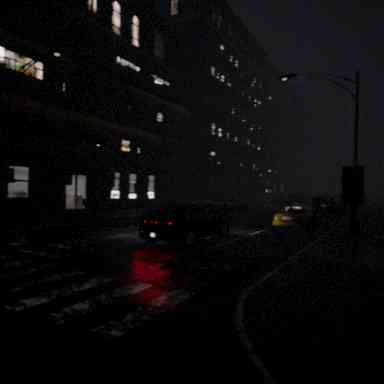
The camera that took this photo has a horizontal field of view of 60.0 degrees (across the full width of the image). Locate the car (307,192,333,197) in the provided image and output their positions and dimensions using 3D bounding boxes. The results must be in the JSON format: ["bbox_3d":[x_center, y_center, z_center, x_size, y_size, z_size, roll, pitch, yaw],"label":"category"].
[{"bbox_3d":[15.826,1.094,40.716,1.812,1.442,4.674,1,1,30],"label":"car"}]

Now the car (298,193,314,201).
[{"bbox_3d":[20.753,0.908,60.549,1.887,1.381,4.507,3,2,30],"label":"car"}]

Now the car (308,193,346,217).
[{"bbox_3d":[11.286,1.119,27.651,1.967,1.590,4.097,3,1,30],"label":"car"}]

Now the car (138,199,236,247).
[{"bbox_3d":[-0.136,1.199,13.423,1.837,1.490,4.892,1,1,30],"label":"car"}]

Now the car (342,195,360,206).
[{"bbox_3d":[22.440,1.149,46.801,1.947,1.339,4.313,3,2,30],"label":"car"}]

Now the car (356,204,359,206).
[{"bbox_3d":[19.650,1.174,42.015,1.947,1.339,4.313,3,2,30],"label":"car"}]

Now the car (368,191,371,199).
[{"bbox_3d":[36.391,0.897,70.736,1.967,1.590,4.097,3,2,30],"label":"car"}]

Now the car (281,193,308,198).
[{"bbox_3d":[13.504,1.050,42.845,2.033,1.411,5.357,1,1,31],"label":"car"}]

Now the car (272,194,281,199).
[{"bbox_3d":[12.385,0.984,46.187,1.887,1.381,4.507,3,2,30],"label":"car"}]

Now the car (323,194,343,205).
[{"bbox_3d":[21.479,1.064,50.478,2.033,1.411,5.357,1,1,31],"label":"car"}]

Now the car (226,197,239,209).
[{"bbox_3d":[1.086,1.204,21.680,1.895,1.301,4.718,1,1,30],"label":"car"}]

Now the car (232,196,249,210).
[{"bbox_3d":[3.932,1.036,31.679,1.752,1.417,4.829,3,2,30],"label":"car"}]

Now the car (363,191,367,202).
[{"bbox_3d":[28.023,0.973,56.374,1.967,1.590,4.097,3,2,30],"label":"car"}]

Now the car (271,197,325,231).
[{"bbox_3d":[5.790,1.248,18.225,1.752,1.417,4.829,2,1,30],"label":"car"}]

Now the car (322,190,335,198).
[{"bbox_3d":[34.707,0.550,84.479,2.192,1.841,5.009,3,2,30],"label":"car"}]

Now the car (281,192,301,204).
[{"bbox_3d":[15.178,0.854,50.972,1.967,1.590,4.097,3,2,30],"label":"car"}]

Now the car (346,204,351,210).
[{"bbox_3d":[16.861,1.214,37.228,1.802,1.307,4.206,3,2,30],"label":"car"}]
